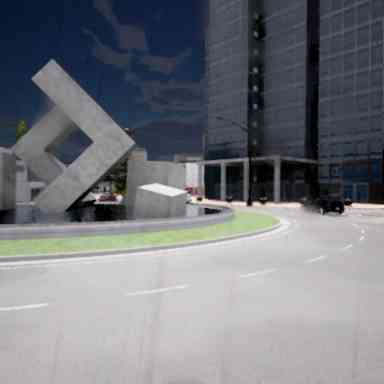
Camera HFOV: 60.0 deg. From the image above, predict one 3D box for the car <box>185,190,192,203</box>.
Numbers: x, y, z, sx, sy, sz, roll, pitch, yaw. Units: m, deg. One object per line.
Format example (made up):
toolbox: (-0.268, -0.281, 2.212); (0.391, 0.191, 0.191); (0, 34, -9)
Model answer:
car: (-2.769, 0.804, 48.738); (5.566, 2.045, 2.150); (-1, 0, 20)

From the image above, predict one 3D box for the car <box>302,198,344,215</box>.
car: (12.287, 1.306, 31.521); (1.882, 1.535, 5.008); (1, 0, -10)

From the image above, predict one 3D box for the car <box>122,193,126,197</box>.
car: (-14.154, 0.918, 73.020); (1.895, 1.301, 4.718); (0, 0, -4)

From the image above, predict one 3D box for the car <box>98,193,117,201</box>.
car: (-14.605, 0.966, 57.810); (1.812, 1.442, 4.674); (1, 0, 12)
